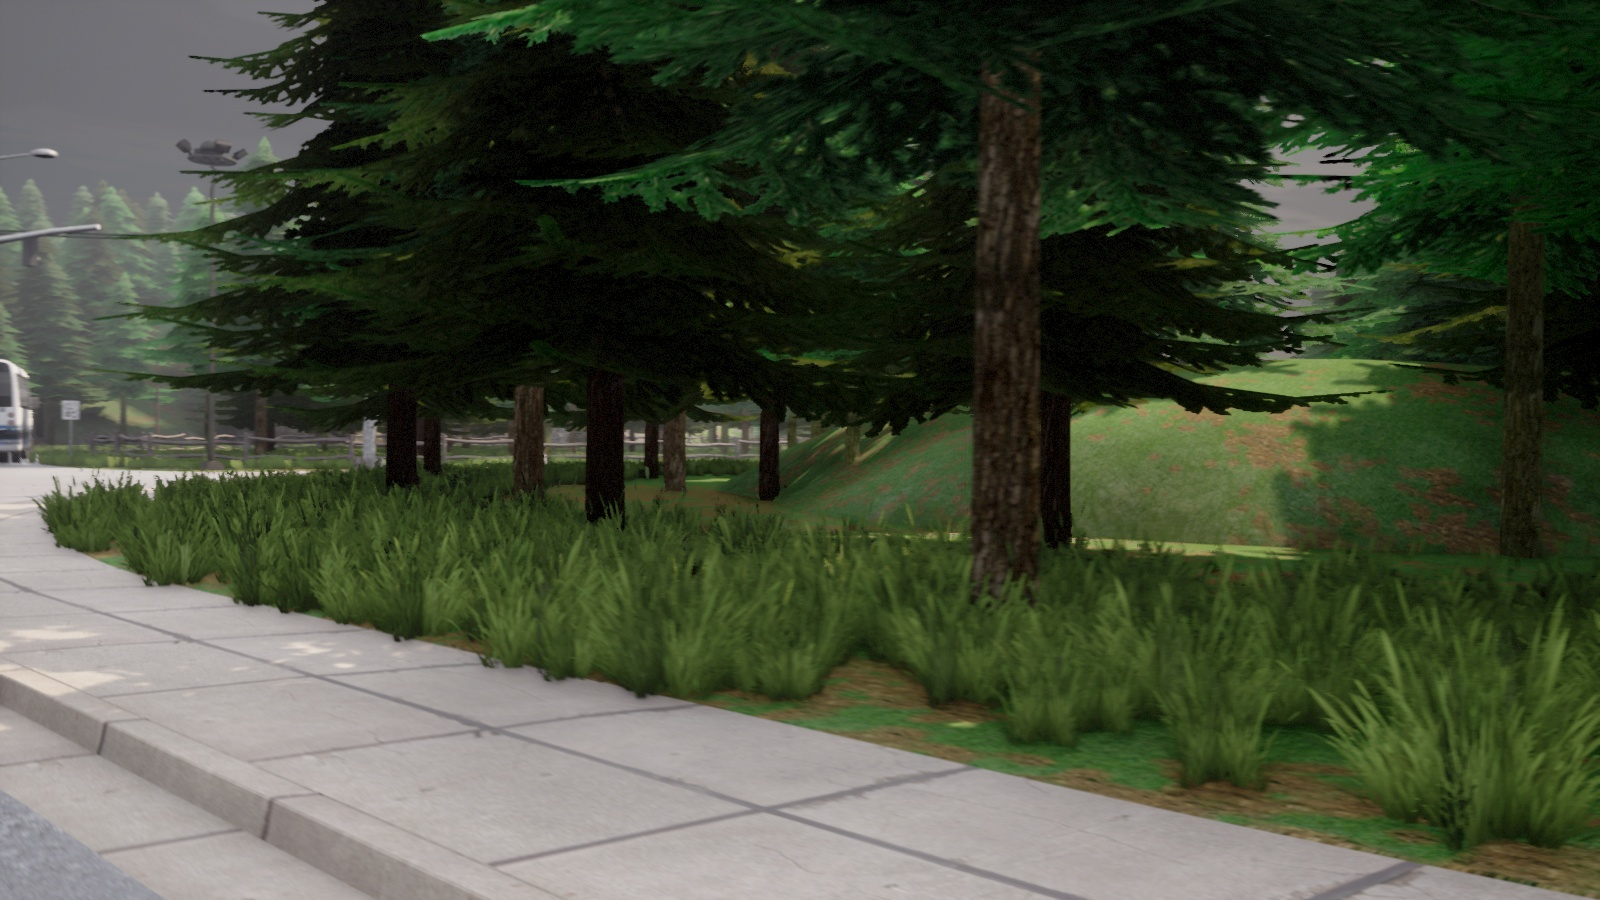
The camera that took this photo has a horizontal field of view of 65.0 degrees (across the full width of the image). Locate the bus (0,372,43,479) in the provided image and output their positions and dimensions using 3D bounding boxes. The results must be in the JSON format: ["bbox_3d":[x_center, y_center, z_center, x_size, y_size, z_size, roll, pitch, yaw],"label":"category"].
[{"bbox_3d":[-35.168,-0.994,53.954,3.944,4.253,10.273,-2,1,-29],"label":"bus"}]
